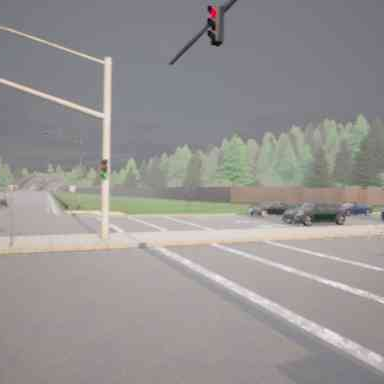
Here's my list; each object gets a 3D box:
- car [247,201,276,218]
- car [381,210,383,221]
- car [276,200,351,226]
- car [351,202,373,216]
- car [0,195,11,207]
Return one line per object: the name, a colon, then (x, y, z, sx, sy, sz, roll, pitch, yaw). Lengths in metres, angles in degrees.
car: (7.507, 1.579, 31.197, 4.902, 1.511, 2.128, 1, 0, -23)
car: (18.281, 1.762, 28.163, 5.008, 1.535, 1.882, 1, 0, -23)
car: (8.814, 1.473, 24.155, 4.553, 1.767, 2.097, 1, 0, -23)
car: (16.993, 1.777, 35.213, 4.674, 1.442, 1.812, 1, 0, -23)
car: (-22.868, 1.057, 39.942, 1.812, 1.442, 4.674, 1, 0, -24)
